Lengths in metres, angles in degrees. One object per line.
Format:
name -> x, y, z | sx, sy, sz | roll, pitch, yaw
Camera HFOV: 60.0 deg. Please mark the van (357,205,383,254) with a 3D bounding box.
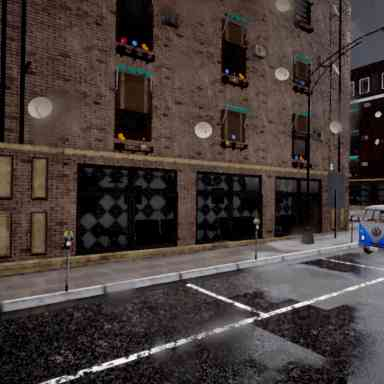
van -> 7.671, 1.345, 12.104 | 3.998, 1.788, 1.690 | 0, 1, -35
